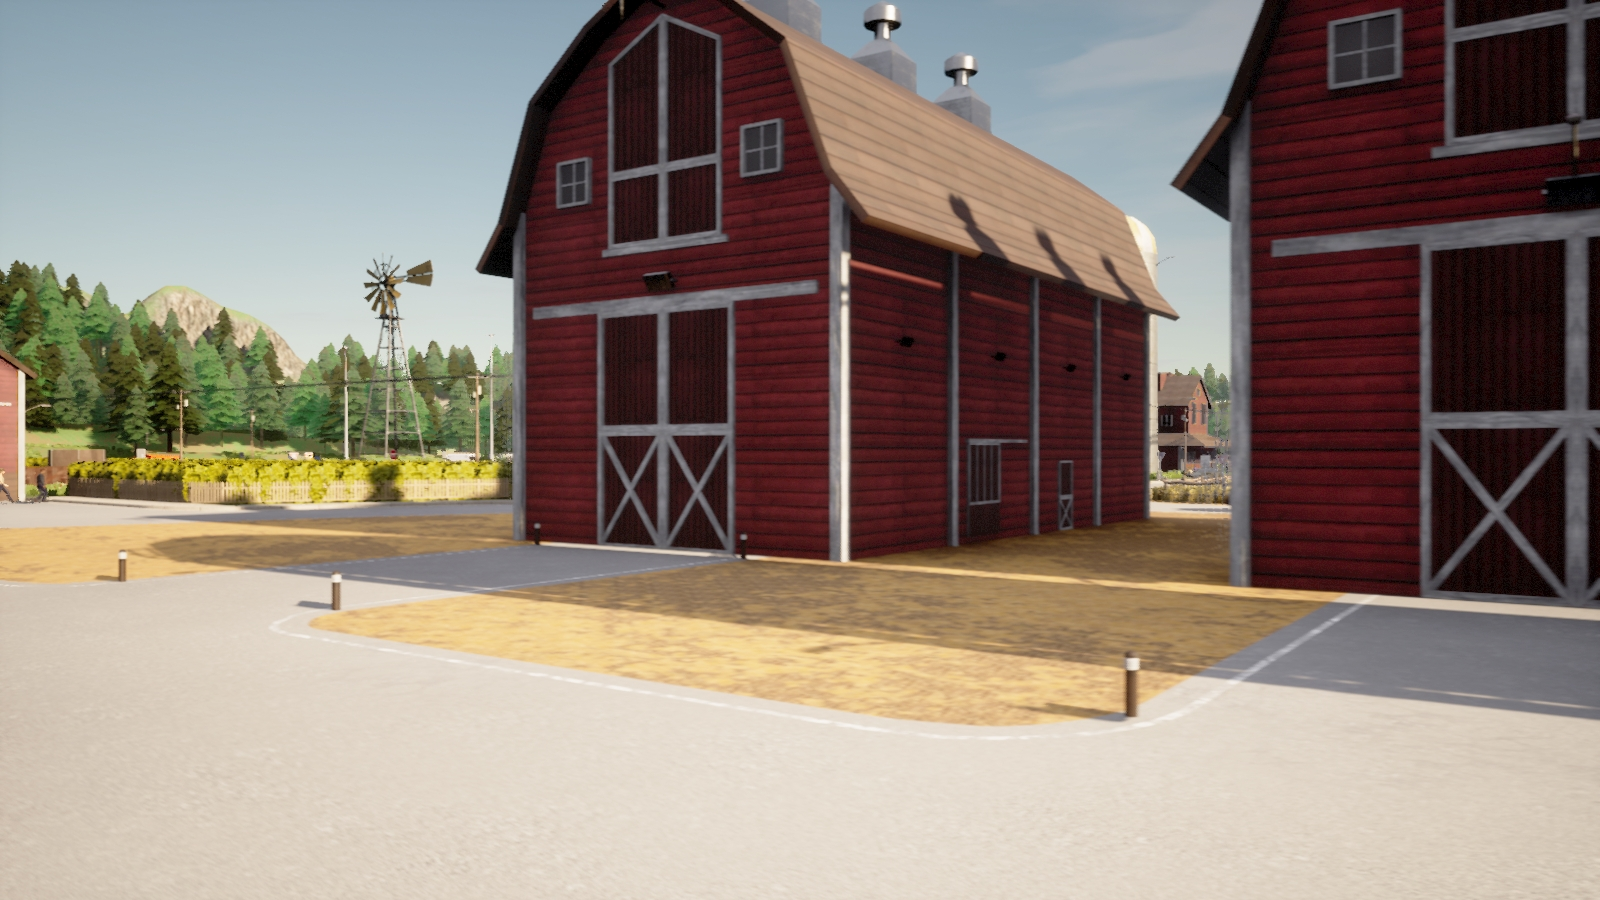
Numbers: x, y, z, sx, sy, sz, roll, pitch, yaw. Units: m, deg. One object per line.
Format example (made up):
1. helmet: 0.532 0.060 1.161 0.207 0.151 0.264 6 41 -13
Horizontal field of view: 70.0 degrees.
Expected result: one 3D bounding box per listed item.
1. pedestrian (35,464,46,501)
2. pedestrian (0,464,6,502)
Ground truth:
1. pedestrian: -38.151 1.618 57.386 0.375 1.860 0.375 0 0 40
2. pedestrian: -39.374 1.617 56.307 0.375 1.860 0.375 0 0 -28
